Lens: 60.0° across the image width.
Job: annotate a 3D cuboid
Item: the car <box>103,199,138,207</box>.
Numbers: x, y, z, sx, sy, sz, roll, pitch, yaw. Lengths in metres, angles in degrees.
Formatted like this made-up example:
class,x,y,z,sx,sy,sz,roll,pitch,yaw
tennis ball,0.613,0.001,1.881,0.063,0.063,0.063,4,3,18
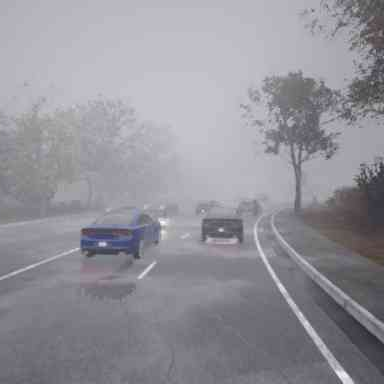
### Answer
class,x,y,z,sx,sy,sz,roll,pitch,yaw
car,-6.370,1.393,30.176,2.128,1.511,4.902,0,0,15

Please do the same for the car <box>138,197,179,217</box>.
class,x,y,z,sx,sy,sz,roll,pitch,yaw
car,-2.739,1.272,30.155,2.097,1.767,4.553,0,0,16

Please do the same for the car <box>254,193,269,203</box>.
class,x,y,z,sx,sy,sz,roll,pitch,yaw
car,13.856,1.130,66.897,2.150,2.045,5.566,1,0,31

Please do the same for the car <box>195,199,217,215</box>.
class,x,y,z,sx,sy,sz,roll,pitch,yaw
car,1.673,1.443,32.185,1.837,1.490,4.892,0,0,16

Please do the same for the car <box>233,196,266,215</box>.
class,x,y,z,sx,sy,sz,roll,pitch,yaw
car,5.981,1.448,34.193,2.128,1.511,4.902,0,0,18

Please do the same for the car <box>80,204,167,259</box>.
class,x,y,z,sx,sy,sz,roll,pitch,yaw
car,-2.465,1.441,12.644,1.882,1.535,5.008,0,0,6

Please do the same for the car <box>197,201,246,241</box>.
class,x,y,z,sx,sy,sz,roll,pitch,yaw
car,1.614,1.451,16.530,1.882,1.535,5.008,0,0,9
